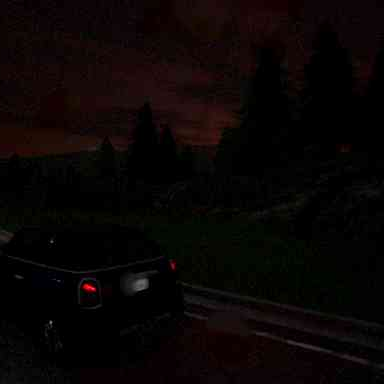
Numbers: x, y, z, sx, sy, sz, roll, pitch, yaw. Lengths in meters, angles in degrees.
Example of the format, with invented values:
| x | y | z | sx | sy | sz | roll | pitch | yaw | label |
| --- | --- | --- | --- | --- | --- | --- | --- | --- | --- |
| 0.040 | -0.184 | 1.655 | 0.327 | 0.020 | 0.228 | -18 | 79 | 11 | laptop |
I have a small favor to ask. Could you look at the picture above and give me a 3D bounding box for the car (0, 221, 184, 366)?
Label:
| x | y | z | sx | sy | sz | roll | pitch | yaw | label |
| --- | --- | --- | --- | --- | --- | --- | --- | --- | --- |
| -2.360 | 1.331 | 6.074 | 4.553 | 1.767 | 2.097 | 0 | 0 | 40 | car |
